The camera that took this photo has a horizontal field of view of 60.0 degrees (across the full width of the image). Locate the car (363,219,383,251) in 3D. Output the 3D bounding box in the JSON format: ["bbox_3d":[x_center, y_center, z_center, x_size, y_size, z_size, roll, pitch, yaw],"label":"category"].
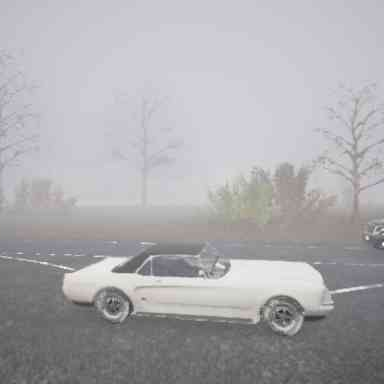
[{"bbox_3d":[9.197,1.331,11.772,5.566,2.045,2.150,0,-1,11],"label":"car"}]

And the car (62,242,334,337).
[{"bbox_3d":[0.114,1.678,6.436,4.718,1.301,1.895,-1,-1,11],"label":"car"}]
